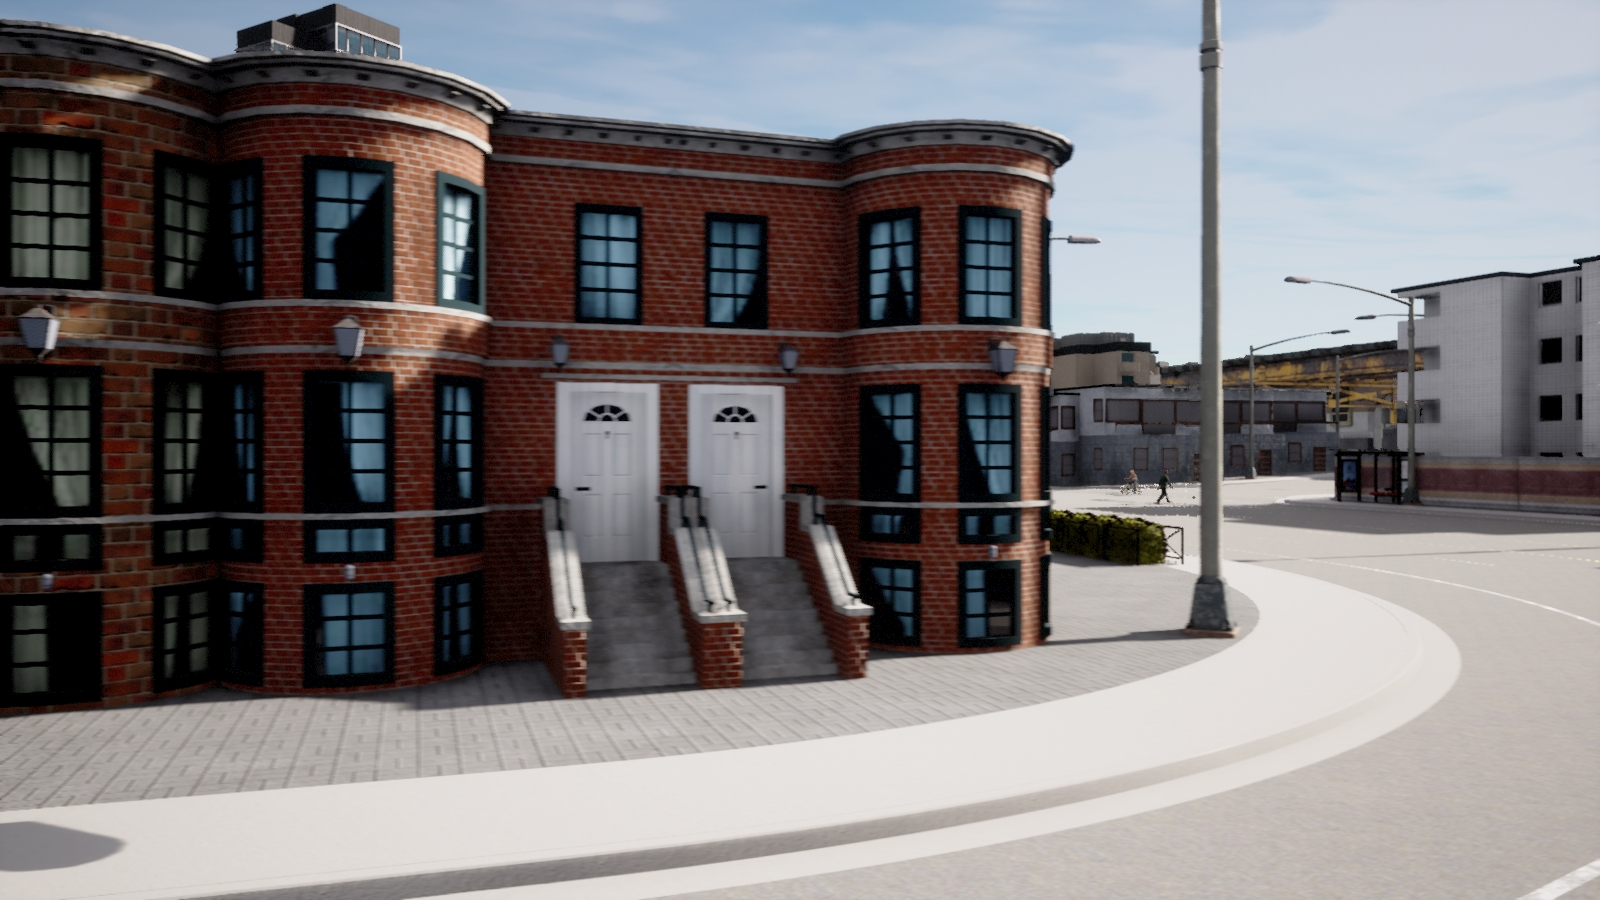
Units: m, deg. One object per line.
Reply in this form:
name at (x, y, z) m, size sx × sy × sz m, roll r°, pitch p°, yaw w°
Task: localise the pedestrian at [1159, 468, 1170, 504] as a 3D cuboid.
pedestrian at (18.842, 1.864, 59.068) m, size 0.375 × 1.860 × 0.375 m, roll 0°, pitch 0°, yaw -16°
